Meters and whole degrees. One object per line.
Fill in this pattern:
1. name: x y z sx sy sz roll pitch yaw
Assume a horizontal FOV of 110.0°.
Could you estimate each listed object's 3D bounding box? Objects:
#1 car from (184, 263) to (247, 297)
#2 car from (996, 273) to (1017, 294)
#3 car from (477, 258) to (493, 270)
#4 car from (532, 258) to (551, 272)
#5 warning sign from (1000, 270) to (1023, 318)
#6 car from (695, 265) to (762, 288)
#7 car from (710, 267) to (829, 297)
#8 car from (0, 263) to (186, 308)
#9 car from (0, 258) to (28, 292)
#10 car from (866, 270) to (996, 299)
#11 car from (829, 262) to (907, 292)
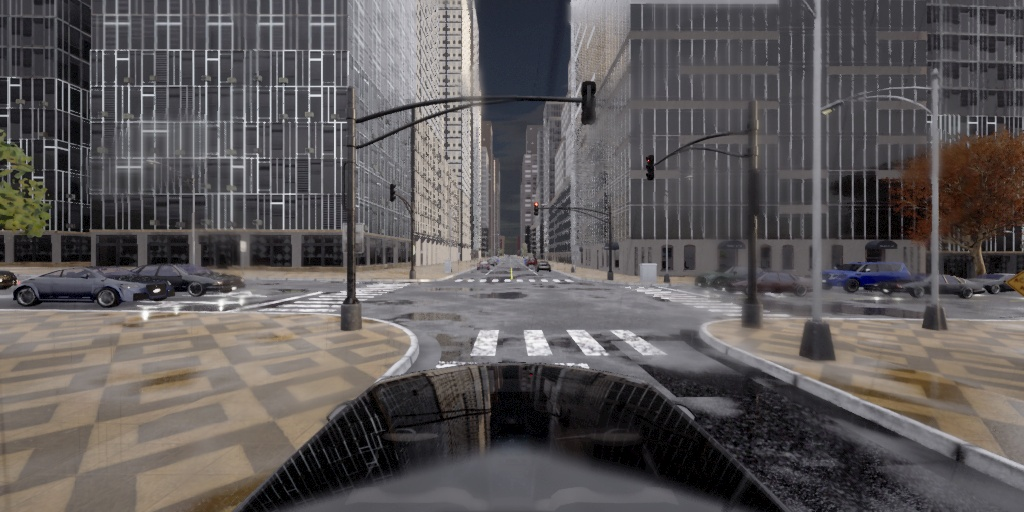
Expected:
1. car: -15.353 1.040 16.397 5.357 1.411 2.033 1 0 0
2. car: 34.567 1.942 25.384 5.357 1.411 2.033 1 0 -3
3. car: -4.030 1.342 51.165 1.802 1.307 4.207 0 0 0
4. car: 3.924 1.329 45.673 1.948 1.339 4.313 0 0 0
5. warning sign: 17.274 1.204 11.872 1.060 1.860 1.300 0 0 -3
6. car: 14.996 1.396 24.479 4.553 1.767 2.097 1 0 -3
7. car: 15.128 1.595 21.230 5.357 1.411 2.033 1 0 -3
8. car: -15.079 1.063 13.122 4.181 1.385 1.994 1 0 -3
9. car: -25.275 0.816 15.905 4.892 1.490 1.837 1 0 -3
10. car: 25.187 1.775 21.699 5.357 1.411 2.033 1 0 -3
11. car: 24.339 1.433 24.911 5.566 2.045 2.150 1 0 -3
